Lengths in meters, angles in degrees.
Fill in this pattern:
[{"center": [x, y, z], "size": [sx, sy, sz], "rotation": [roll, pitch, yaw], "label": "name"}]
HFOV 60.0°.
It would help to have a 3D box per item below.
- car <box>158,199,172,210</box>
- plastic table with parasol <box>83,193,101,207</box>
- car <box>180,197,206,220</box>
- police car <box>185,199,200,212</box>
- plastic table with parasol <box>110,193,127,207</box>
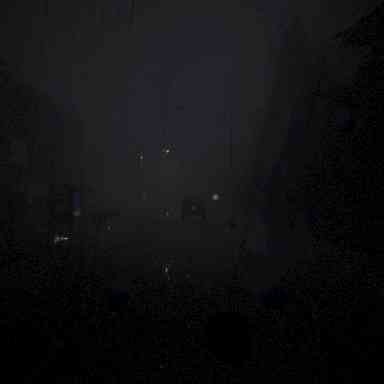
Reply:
[{"center": [-3.979, 1.879, 49.887], "size": [2.128, 1.511, 4.902], "rotation": [0, -1, 0], "label": "car"}, {"center": [-17.650, 1.381, 58.762], "size": [2.482, 2.480, 2.482], "rotation": [0, 0, 0], "label": "plastic table with parasol"}, {"center": [0.116, 1.462, 30.844], "size": [2.150, 2.045, 5.566], "rotation": [0, 0, 0], "label": "car"}, {"center": [0.043, 1.779, 45.841], "size": [1.930, 1.638, 5.238], "rotation": [0, 0, 1], "label": "police car"}, {"center": [-13.339, 1.392, 60.220], "size": [2.482, 2.480, 2.482], "rotation": [0, 0, 0], "label": "plastic table with parasol"}]
